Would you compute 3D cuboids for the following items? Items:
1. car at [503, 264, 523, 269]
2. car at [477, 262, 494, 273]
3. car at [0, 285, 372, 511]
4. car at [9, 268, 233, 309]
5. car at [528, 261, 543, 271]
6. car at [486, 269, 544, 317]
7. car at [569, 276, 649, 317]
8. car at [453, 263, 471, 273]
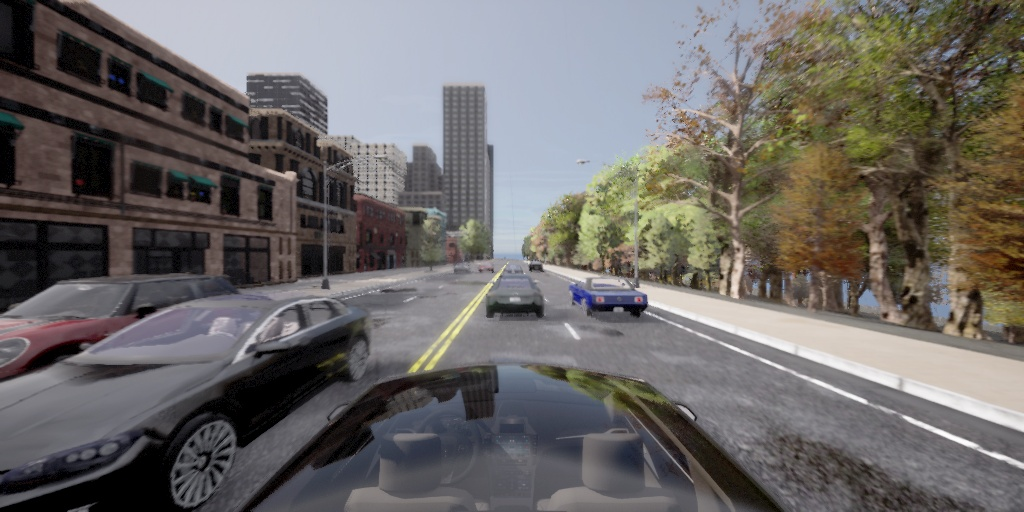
[{"bbox_3d":[0.103,1.453,33.500,2.033,1.411,5.357,0,0,0],"label":"car"},{"bbox_3d":[-3.318,1.493,46.872,1.812,1.442,4.674,0,-1,0],"label":"car"},{"bbox_3d":[-3.350,1.255,4.352,2.128,1.511,4.902,0,0,0],"label":"car"},{"bbox_3d":[-6.599,1.123,5.945,2.097,1.767,4.553,0,0,0],"label":"car"},{"bbox_3d":[3.354,1.466,51.393,1.882,1.535,5.008,0,0,0],"label":"car"},{"bbox_3d":[0.101,1.372,13.509,1.994,1.385,4.181,0,0,0],"label":"car"},{"bbox_3d":[3.351,1.409,13.459,1.895,1.301,4.718,0,0,0],"label":"car"},{"bbox_3d":[-6.571,1.572,47.588,1.895,1.301,4.718,0,0,0],"label":"car"}]
